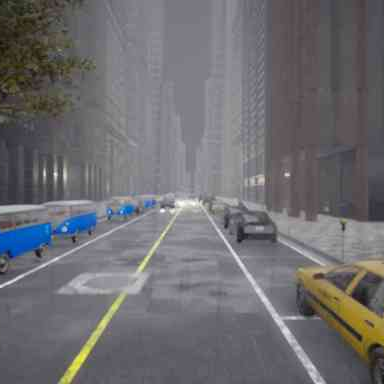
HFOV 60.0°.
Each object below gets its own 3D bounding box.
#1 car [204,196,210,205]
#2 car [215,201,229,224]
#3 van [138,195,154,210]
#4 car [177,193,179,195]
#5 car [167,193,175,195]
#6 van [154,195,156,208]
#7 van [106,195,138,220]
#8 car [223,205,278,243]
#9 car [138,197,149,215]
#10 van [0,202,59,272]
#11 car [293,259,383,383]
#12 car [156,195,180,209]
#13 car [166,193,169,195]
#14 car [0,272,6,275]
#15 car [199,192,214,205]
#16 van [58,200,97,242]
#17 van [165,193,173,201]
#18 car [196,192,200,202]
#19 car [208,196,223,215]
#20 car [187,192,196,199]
[{"bbox_3d":[2.784,1.480,38.160,1.947,1.339,4.313,0,0,0],"label":"car"},{"bbox_3d":[2.775,1.516,21.303,1.947,1.339,4.313,0,0,0],"label":"car"},{"bbox_3d":[-5.741,1.256,38.155,1.690,1.788,3.998,0,0,0],"label":"van"},{"bbox_3d":[-5.712,1.141,94.339,2.192,1.841,5.009,0,0,0],"label":"car"},{"bbox_3d":[-5.721,1.393,77.484,1.887,1.381,4.507,0,0,0],"label":"car"},{"bbox_3d":[-5.738,1.244,43.774,1.690,1.788,3.998,0,0,0],"label":"van"},{"bbox_3d":[-5.747,1.279,26.919,1.690,1.788,3.998,0,0,0],"label":"van"},{"bbox_3d":[2.772,1.528,15.685,1.947,1.339,4.313,0,0,0],"label":"car"},{"bbox_3d":[-5.744,1.471,32.537,1.887,1.381,4.507,0,0,0],"label":"car"},{"bbox_3d":[-5.755,1.317,10.063,1.690,1.788,3.998,0,0,0],"label":"van"},{"bbox_3d":[2.767,1.514,4.617,1.752,1.417,4.829,0,0,0],"label":"car"},{"bbox_3d":[-3.070,1.452,43.034,2.033,1.411,5.357,0,0,0],"label":"car"},{"bbox_3d":[-5.730,1.399,60.459,1.752,1.417,4.829,0,0,0],"label":"car"},{"bbox_3d":[-3.099,1.597,1.450,1.895,1.301,4.718,0,0,0],"label":"car"},{"bbox_3d":[2.793,1.197,55.016,2.192,1.841,5.009,0,0,0],"label":"car"},{"bbox_3d":[-5.753,1.304,15.682,1.690,1.788,3.998,0,0,0],"label":"van"},{"bbox_3d":[-5.718,1.182,83.102,1.690,1.788,3.998,0,0,0],"label":"van"},{"bbox_3d":[2.431,1.086,70.268,2.150,2.045,5.566,0,0,0],"label":"car"},{"bbox_3d":[2.781,1.451,32.711,1.752,1.417,4.829,0,0,0],"label":"car"},{"bbox_3d":[0.047,1.193,88.367,1.837,1.490,4.892,0,0,0],"label":"car"}]
